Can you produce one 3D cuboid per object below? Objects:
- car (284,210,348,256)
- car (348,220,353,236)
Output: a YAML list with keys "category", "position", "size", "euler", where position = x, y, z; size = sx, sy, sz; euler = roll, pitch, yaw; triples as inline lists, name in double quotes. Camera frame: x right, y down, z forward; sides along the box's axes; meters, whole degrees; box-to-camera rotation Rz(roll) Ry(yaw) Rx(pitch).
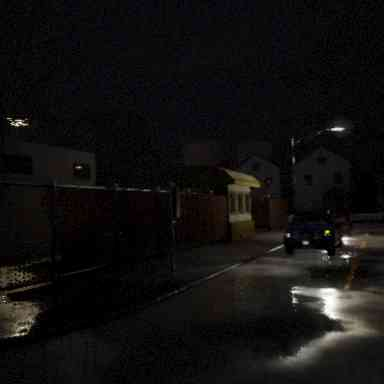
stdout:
- category: "car"
  position: [6.377, 1.976, 17.112]
  size: [2.150, 2.045, 5.566]
  euler: [-4, -4, 30]
- category: "car"
  position: [11.342, 2.638, 25.834]
  size: [1.994, 1.385, 4.181]
  euler: [-4, -4, 30]
